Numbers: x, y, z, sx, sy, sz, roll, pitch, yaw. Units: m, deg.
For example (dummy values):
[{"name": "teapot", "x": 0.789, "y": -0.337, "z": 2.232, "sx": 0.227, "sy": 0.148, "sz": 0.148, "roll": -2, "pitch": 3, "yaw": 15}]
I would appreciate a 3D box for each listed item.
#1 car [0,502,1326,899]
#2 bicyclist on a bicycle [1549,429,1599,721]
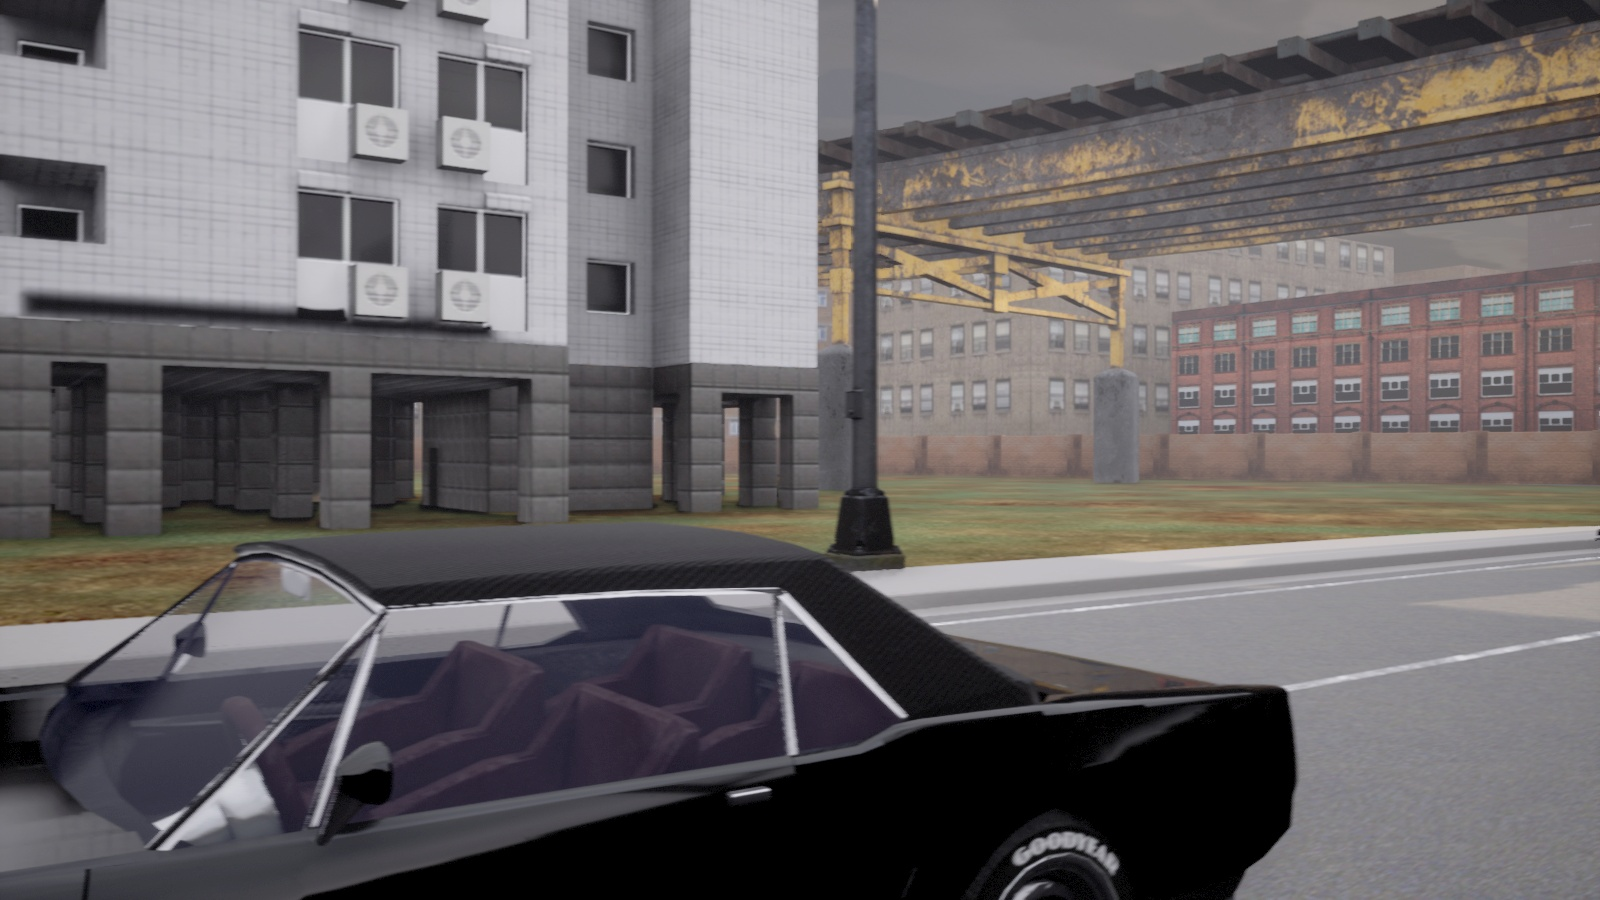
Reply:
[{"name": "car", "x": -1.038, "y": 0.855, "z": 2.914, "sx": 4.718, "sy": 1.301, "sz": 1.895, "roll": 0, "pitch": 0, "yaw": -34}, {"name": "bicyclist on a bicycle", "x": 5.139, "y": 0.688, "z": 7.227, "sx": 1.509, "sy": 1.612, "sz": 0.866, "roll": 0, "pitch": 0, "yaw": -35}]
